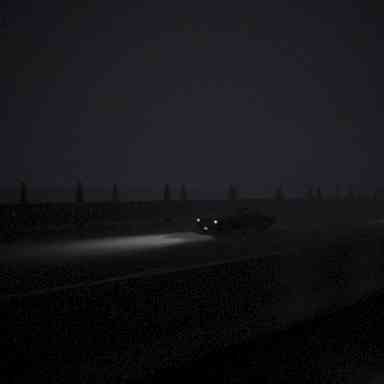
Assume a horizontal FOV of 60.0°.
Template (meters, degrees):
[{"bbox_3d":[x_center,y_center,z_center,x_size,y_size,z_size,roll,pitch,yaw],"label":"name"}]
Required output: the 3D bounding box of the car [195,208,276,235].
[{"bbox_3d":[2.508,1.597,18.777,4.718,1.301,1.895,0,0,-36],"label":"car"}]
